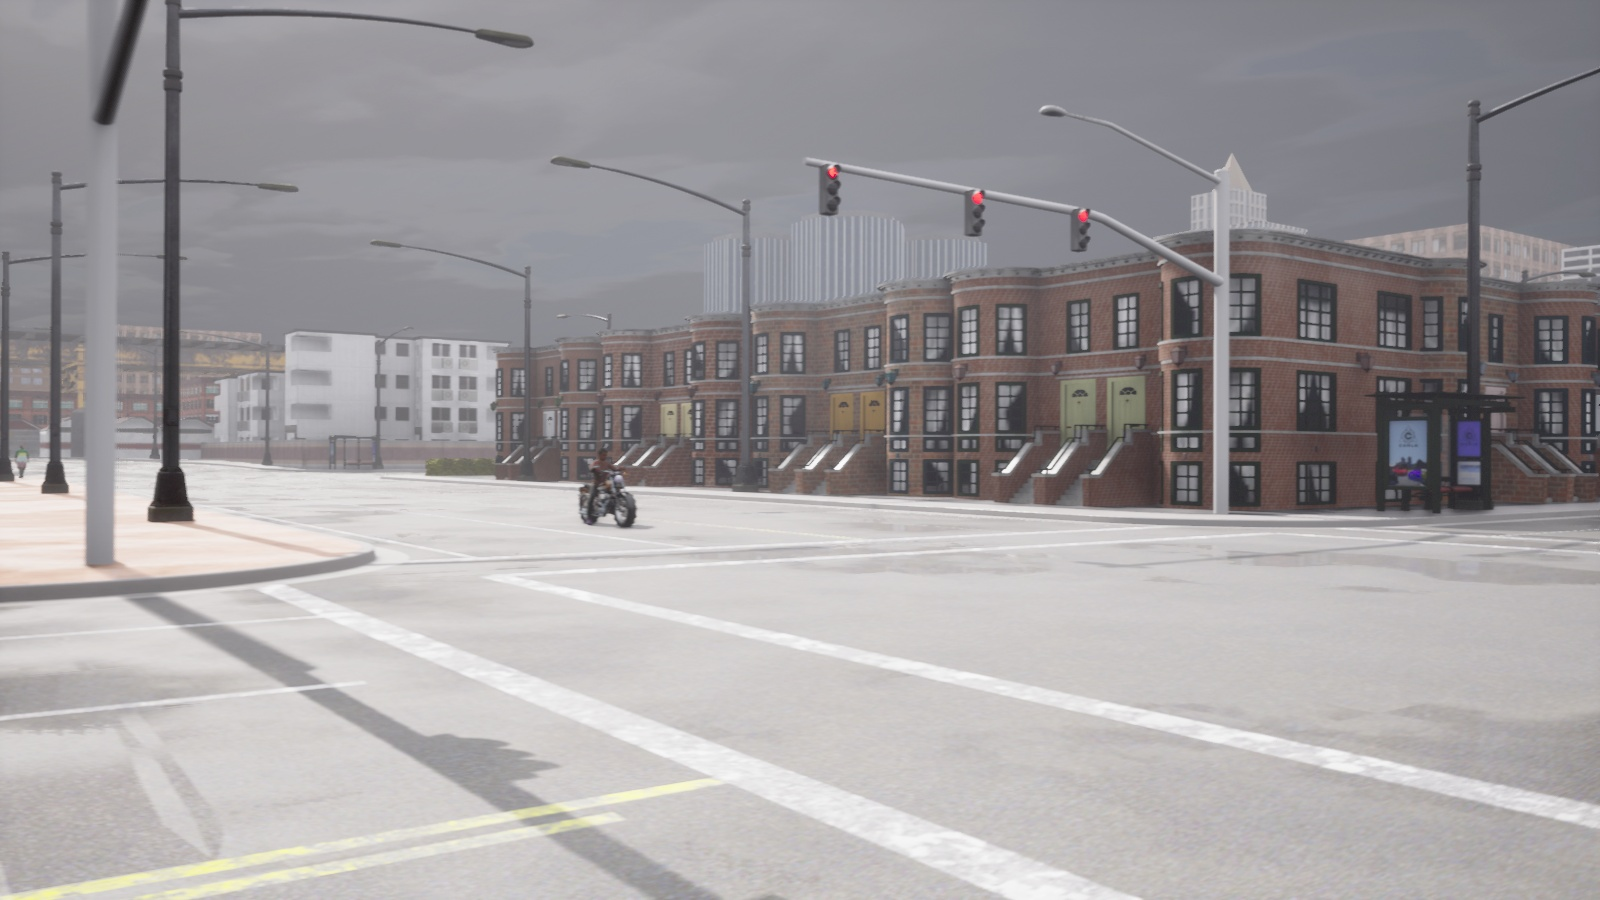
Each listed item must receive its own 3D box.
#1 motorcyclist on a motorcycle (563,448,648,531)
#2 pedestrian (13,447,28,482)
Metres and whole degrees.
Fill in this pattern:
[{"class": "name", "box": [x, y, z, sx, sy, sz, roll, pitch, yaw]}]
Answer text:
[{"class": "motorcyclist on a motorcycle", "box": [-4.058, 0.787, 26.022, 0.766, 1.649, 2.350, 0, 0, -35]}, {"class": "pedestrian", "box": [-43.701, 0.803, 70.394, 0.659, 1.952, 0.873, 0, 0, -36]}]
